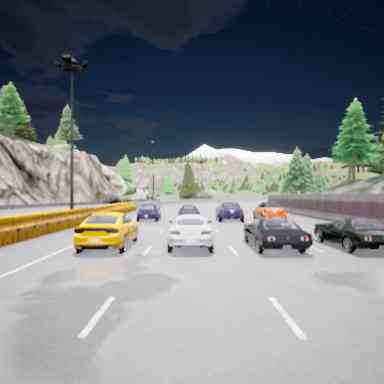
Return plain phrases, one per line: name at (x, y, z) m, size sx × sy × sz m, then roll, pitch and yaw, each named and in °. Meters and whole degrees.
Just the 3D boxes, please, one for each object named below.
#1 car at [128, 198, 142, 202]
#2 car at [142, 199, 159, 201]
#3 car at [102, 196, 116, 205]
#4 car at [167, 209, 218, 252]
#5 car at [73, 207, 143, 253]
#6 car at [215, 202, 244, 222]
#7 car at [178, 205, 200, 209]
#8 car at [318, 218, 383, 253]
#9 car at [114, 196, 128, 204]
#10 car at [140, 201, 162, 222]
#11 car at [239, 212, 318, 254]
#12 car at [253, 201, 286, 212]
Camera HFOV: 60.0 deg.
car at (-12.176, 2.219, 75.909) m, size 1.882 × 1.535 × 5.008 m, roll 0°, pitch -1°, yaw 14°
car at (-8.851, 2.256, 74.811) m, size 2.128 × 1.511 × 4.902 m, roll 0°, pitch -1°, yaw 14°
car at (-18.844, 1.987, 78.079) m, size 2.150 × 2.045 × 5.566 m, roll 0°, pitch -1°, yaw 14°
car at (-0.072, 1.668, 14.485) m, size 1.812 × 1.442 × 4.674 m, roll 0°, pitch 0°, yaw 0°
car at (-3.572, 1.621, 14.537) m, size 1.882 × 1.535 × 5.008 m, roll 0°, pitch 0°, yaw -1°
car at (3.238, 1.637, 29.232) m, size 2.097 × 1.767 × 4.553 m, roll 0°, pitch -1°, yaw -1°
car at (-0.263, 1.853, 29.391) m, size 1.994 × 1.385 × 4.181 m, roll 0°, pitch -1°, yaw 0°
car at (6.928, 1.742, 14.298) m, size 1.895 × 1.301 × 4.718 m, roll 0°, pitch -1°, yaw -1°
car at (-15.511, 2.253, 77.008) m, size 1.837 × 1.490 × 4.892 m, roll 0°, pitch -1°, yaw 14°
car at (-3.762, 1.815, 29.458) m, size 1.812 × 1.442 × 4.674 m, roll 0°, pitch 0°, yaw 0°
car at (3.429, 1.741, 14.253) m, size 1.895 × 1.301 × 4.718 m, roll 0°, pitch -1°, yaw -1°
car at (6.738, 1.638, 29.278) m, size 2.097 × 1.767 × 4.553 m, roll 0°, pitch -1°, yaw -1°
